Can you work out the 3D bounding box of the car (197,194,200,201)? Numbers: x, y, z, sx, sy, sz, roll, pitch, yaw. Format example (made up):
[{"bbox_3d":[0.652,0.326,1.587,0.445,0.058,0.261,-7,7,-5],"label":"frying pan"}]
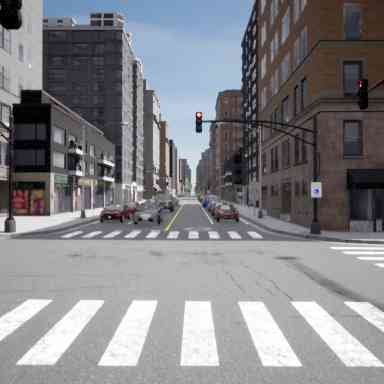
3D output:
[{"bbox_3d":[2.603,1.593,71.327,1.947,1.339,4.313,1,0,0],"label":"car"}]

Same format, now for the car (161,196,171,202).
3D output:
[{"bbox_3d":[-5.928,1.582,76.996,2.008,1.369,4.403,1,0,0],"label":"car"}]

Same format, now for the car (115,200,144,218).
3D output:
[{"bbox_3d":[-5.882,1.552,31.613,1.887,1.381,4.507,1,0,0],"label":"car"}]

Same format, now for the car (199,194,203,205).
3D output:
[{"bbox_3d":[2.629,1.329,48.633,2.192,1.841,5.009,1,0,0],"label":"car"}]

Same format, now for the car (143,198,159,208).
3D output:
[{"bbox_3d":[-5.899,1.596,48.632,1.802,1.307,4.206,1,0,0],"label":"car"}]

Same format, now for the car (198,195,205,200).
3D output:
[{"bbox_3d":[2.581,1.565,94.190,1.752,1.417,4.829,1,0,0],"label":"car"}]

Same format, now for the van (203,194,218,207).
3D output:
[{"bbox_3d":[2.635,1.353,42.960,1.690,1.788,3.998,1,0,0],"label":"van"}]

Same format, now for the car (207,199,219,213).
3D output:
[{"bbox_3d":[2.644,1.589,31.613,1.802,1.307,4.206,1,0,0],"label":"car"}]

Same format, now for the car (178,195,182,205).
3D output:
[{"bbox_3d":[-3.118,1.580,52.068,1.994,1.385,4.181,0,0,0],"label":"car"}]

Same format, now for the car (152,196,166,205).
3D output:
[{"bbox_3d":[-5.909,1.461,59.977,1.967,1.590,4.097,1,0,0],"label":"car"}]

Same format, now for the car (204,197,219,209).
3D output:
[{"bbox_3d":[2.638,1.591,37.287,1.802,1.307,4.206,1,0,0],"label":"car"}]

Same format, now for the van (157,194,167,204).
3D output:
[{"bbox_3d":[-5.915,1.365,65.650,1.690,1.788,3.998,1,0,0],"label":"van"}]

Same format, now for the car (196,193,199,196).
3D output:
[{"bbox_3d":[2.594,1.349,82.674,2.192,1.841,5.009,1,0,0],"label":"car"}]

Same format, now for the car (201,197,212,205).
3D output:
[{"bbox_3d":[2.615,1.602,59.980,1.802,1.307,4.206,1,0,0],"label":"car"}]

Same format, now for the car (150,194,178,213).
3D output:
[{"bbox_3d":[-3.143,1.230,38.146,2.150,2.045,5.566,0,0,0],"label":"car"}]

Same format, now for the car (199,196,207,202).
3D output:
[{"bbox_3d":[2.597,1.556,77.170,1.752,1.417,4.829,1,0,0],"label":"car"}]

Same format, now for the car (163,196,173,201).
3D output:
[{"bbox_3d":[-5.934,1.600,82.669,1.947,1.339,4.313,1,0,0],"label":"car"}]

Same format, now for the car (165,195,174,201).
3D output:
[{"bbox_3d":[-5.940,1.603,88.342,1.947,1.339,4.313,1,0,0],"label":"car"}]

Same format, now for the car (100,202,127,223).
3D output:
[{"bbox_3d":[-5.876,1.551,25.940,1.887,1.381,4.507,1,0,0],"label":"car"}]

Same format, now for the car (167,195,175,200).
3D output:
[{"bbox_3d":[-5.945,1.584,94.015,1.887,1.381,4.507,1,0,0],"label":"car"}]

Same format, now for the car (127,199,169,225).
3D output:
[{"bbox_3d":[-3.104,1.497,24.346,2.128,1.511,4.902,0,0,-1],"label":"car"}]

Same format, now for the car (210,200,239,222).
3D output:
[{"bbox_3d":[2.650,1.588,25.940,1.802,1.307,4.206,1,0,0],"label":"car"}]
